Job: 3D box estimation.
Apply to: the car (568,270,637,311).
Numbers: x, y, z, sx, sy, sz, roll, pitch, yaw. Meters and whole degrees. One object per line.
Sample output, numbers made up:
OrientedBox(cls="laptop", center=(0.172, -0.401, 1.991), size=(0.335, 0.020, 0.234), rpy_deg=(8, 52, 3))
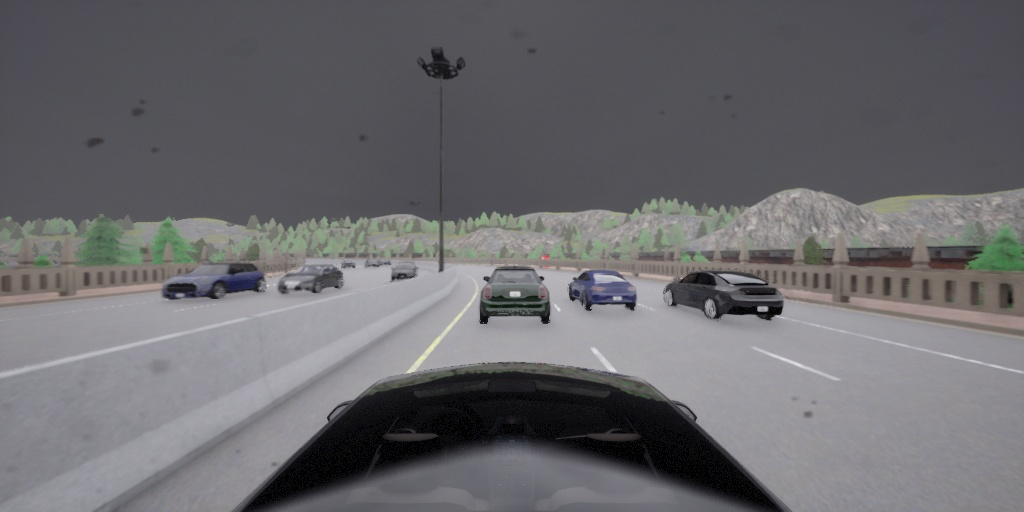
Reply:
OrientedBox(cls="car", center=(3.515, 1.276, 14.475), size=(1.812, 1.442, 4.674), rpy_deg=(0, 0, -2))

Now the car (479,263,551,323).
OrientedBox(cls="car", center=(0.066, 1.102, 12.313), size=(2.097, 1.767, 4.553), rpy_deg=(0, 0, -1))

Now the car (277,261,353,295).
OrientedBox(cls="car", center=(-10.984, 1.242, 19.936), size=(2.128, 1.511, 4.902), rpy_deg=(0, 0, -5))

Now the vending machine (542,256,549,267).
OrientedBox(cls="vending machine", center=(5.526, 0.944, 58.796), size=(1.100, 2.100, 0.880), rpy_deg=(0, 0, -23))

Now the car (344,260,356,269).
OrientedBox(cls="car", center=(-26.019, 1.299, 57.119), size=(2.033, 1.411, 5.357), rpy_deg=(0, 0, -29))

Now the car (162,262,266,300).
OrientedBox(cls="car", center=(-14.358, 1.102, 17.613), size=(2.097, 1.767, 4.553), rpy_deg=(0, 0, -3))

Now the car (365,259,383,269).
OrientedBox(cls="car", center=(-22.856, 1.250, 58.572), size=(1.837, 1.490, 4.892), rpy_deg=(0, 0, -29))

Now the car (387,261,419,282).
OrientedBox(cls="car", center=(-8.603, 1.255, 29.120), size=(1.837, 1.490, 4.892), rpy_deg=(0, 0, -10))

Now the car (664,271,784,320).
OrientedBox(cls="car", center=(7.061, 1.255, 12.570), size=(1.837, 1.490, 4.892), rpy_deg=(0, 0, -1))
